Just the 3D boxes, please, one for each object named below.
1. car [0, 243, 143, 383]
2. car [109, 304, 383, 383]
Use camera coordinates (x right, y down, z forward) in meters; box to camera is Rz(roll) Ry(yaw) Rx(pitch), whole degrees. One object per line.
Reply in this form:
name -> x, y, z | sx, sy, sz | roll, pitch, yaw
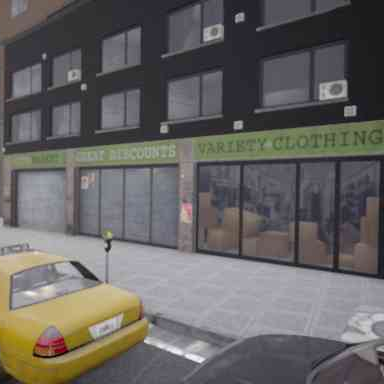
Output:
car -> -2.849, 1.477, 5.126 | 4.829, 1.417, 1.752 | 1, 1, 36
car -> 1.835, 1.555, 1.781 | 4.403, 1.369, 2.008 | 1, 1, 36
